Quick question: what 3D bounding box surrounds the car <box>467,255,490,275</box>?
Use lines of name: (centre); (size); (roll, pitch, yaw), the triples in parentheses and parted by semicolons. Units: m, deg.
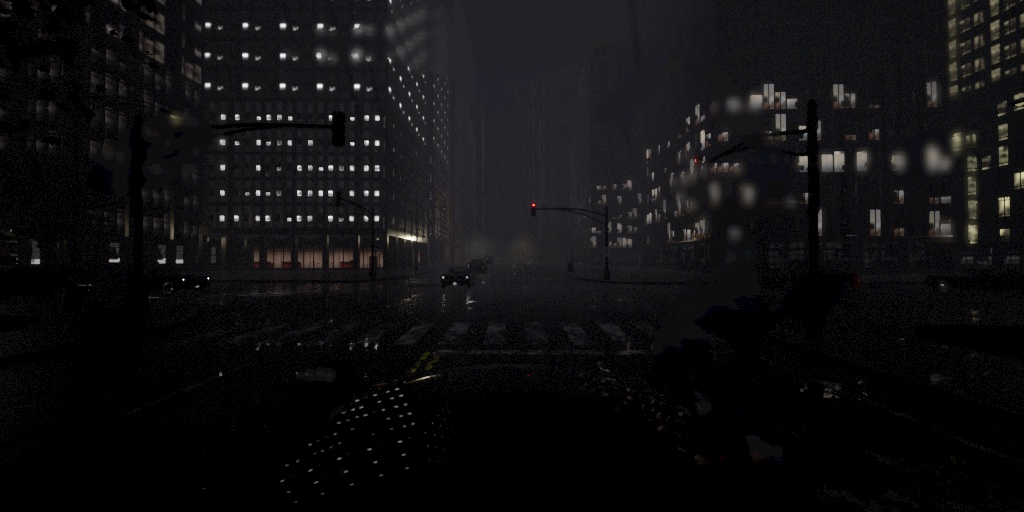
car: (-3.799, 1.088, 39.177); (2.097, 1.767, 4.553); (0, 0, -1)

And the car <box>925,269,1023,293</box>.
car: (27.131, 1.415, 20.687); (4.718, 1.301, 1.895); (0, -1, 1)

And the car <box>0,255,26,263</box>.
car: (-28.643, 0.913, 19.389); (5.566, 2.045, 2.150); (0, -1, 2)

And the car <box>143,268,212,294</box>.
car: (-18.887, 1.306, 19.087); (4.718, 1.301, 1.895); (0, -1, 2)

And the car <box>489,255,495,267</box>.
car: (-4.194, 0.764, 62.659); (2.150, 2.045, 5.566); (0, 0, -1)

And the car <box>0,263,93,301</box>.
car: (-20.246, 1.160, 15.879); (4.892, 1.490, 1.837); (0, -1, 2)

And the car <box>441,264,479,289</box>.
car: (-3.506, 1.412, 23.901); (1.895, 1.301, 4.718); (0, -1, -1)

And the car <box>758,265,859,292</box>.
car: (17.192, 1.280, 20.964); (5.008, 1.535, 1.882); (0, -1, 2)
